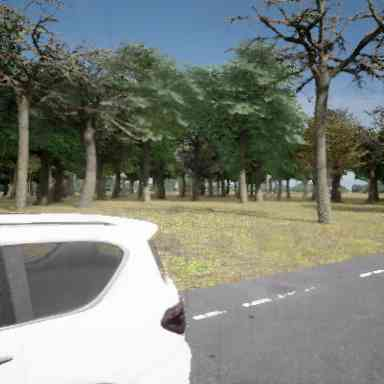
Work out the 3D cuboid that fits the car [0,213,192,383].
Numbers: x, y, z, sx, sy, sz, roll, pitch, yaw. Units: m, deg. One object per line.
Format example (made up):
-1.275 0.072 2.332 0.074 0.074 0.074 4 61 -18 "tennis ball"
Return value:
-2.608 1.211 2.132 5.566 2.045 2.150 1 -1 -35 "car"
